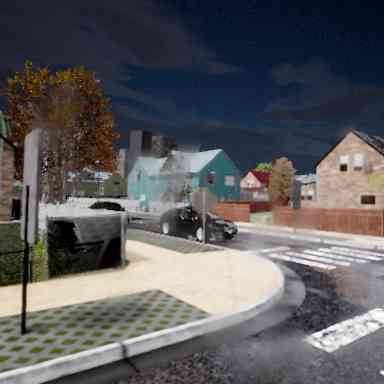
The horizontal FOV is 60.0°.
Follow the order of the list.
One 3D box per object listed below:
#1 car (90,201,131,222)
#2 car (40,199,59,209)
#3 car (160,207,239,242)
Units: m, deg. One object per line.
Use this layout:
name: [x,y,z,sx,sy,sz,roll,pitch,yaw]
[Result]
car: [-6.392,1.493,25.538,1.837,1.490,4.892,3,-1,-37]
car: [-17.157,1.481,40.011,1.994,1.385,4.181,3,-1,-36]
car: [0.220,1.539,16.742,1.837,1.490,4.892,3,-1,-38]
